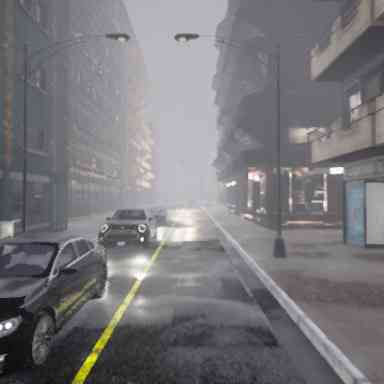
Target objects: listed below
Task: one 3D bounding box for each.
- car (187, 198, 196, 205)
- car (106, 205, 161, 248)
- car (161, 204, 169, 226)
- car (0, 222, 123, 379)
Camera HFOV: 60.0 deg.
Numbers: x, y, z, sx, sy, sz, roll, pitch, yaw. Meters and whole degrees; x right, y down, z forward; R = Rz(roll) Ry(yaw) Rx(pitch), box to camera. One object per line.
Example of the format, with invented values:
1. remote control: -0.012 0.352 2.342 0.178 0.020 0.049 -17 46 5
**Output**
1. car: -0.075 2.496 86.545 1.837 1.490 4.892 0 -1 0
2. car: -2.860 1.521 15.696 2.097 1.767 4.553 0 -1 0
3. car: -2.862 1.848 26.025 1.994 1.385 4.181 0 -1 0
4. car: -2.851 1.555 5.862 2.128 1.511 4.902 0 -1 0
